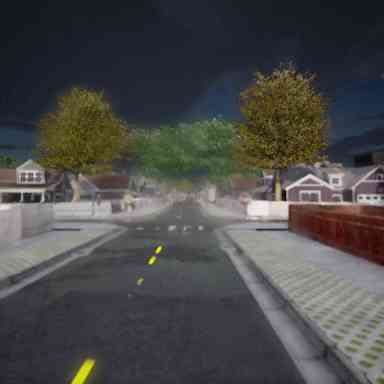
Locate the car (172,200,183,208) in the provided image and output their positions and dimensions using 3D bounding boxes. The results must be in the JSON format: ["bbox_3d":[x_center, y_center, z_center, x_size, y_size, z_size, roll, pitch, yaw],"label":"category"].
[{"bbox_3d":[-2.754,2.246,63.800,2.033,1.411,5.357,0,-1,0],"label":"car"}]
